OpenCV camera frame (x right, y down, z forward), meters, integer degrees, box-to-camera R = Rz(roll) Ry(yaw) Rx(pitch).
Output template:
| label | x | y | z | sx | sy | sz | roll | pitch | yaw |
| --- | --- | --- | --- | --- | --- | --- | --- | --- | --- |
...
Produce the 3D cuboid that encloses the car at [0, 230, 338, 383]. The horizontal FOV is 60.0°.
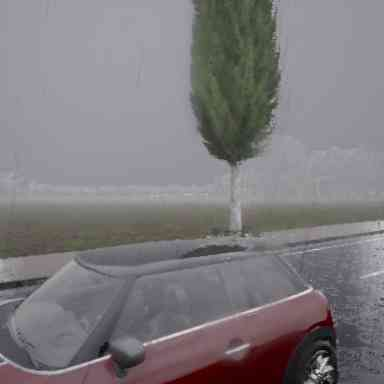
| label | x | y | z | sx | sy | sz | roll | pitch | yaw |
| --- | --- | --- | --- | --- | --- | --- | --- | --- | --- |
| car | -0.636 | 1.352 | 3.230 | 4.553 | 1.767 | 2.097 | 0 | 0 | -36 |
